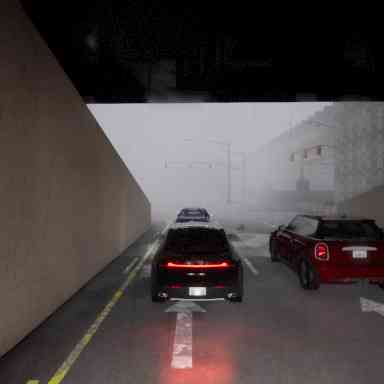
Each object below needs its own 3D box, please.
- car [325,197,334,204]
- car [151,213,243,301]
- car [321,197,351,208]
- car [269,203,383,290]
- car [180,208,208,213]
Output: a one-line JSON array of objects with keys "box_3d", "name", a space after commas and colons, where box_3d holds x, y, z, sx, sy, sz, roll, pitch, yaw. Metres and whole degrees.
[{"box_3d": [17.615, 1.449, 40.586, 4.974, 1.542, 2.038, 0, 0, -45], "name": "car"}, {"box_3d": [0.106, 1.504, 8.294, 1.837, 1.490, 4.892, 0, 0, 0], "name": "car"}, {"box_3d": [17.652, 1.291, 40.623, 4.536, 1.218, 1.853, 0, 0, -45], "name": "car"}, {"box_3d": [3.599, 1.351, 9.234, 2.097, 1.767, 4.553, 0, 0, 0], "name": "car"}, {"box_3d": [0.101, 1.546, 18.039, 2.033, 1.411, 5.357, 0, 0, 3], "name": "car"}]
